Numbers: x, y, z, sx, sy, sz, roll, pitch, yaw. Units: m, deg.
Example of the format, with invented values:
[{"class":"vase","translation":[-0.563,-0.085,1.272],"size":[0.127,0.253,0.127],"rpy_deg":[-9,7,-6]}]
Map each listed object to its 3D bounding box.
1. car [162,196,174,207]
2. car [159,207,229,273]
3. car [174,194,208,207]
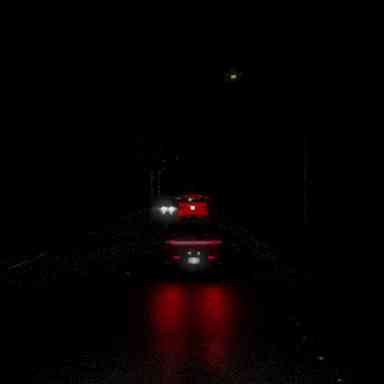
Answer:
[{"class":"car","translation":[-3.576,1.448,51.432],"size":[2.128,1.511,4.902],"rpy_deg":[0,0,0]},{"class":"car","translation":[0.065,1.452,10.522],"size":[2.128,1.511,4.902],"rpy_deg":[0,0,0]},{"class":"car","translation":[0.061,1.168,25.400],"size":[2.150,2.045,5.566],"rpy_deg":[0,0,0]}]
